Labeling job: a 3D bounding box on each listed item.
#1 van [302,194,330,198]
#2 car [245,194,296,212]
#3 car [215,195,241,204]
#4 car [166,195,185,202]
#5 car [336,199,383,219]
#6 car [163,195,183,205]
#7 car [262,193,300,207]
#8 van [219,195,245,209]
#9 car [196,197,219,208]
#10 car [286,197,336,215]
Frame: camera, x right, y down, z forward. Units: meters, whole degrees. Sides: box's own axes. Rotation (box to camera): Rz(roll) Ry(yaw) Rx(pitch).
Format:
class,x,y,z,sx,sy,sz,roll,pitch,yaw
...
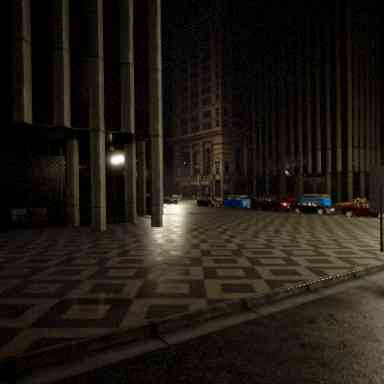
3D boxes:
class,x,y,z,sx,sy,sz,roll,pitch,yaw
van,15.827,1.178,42.837,1.690,1.788,3.998,-1,1,-36
car,8.898,1.290,37.864,2.192,1.841,5.009,-1,1,-36
car,6.047,1.296,56.429,1.752,1.417,4.829,-1,1,-36
car,-3.535,1.256,69.745,2.008,1.369,4.403,-1,1,-36
car,15.358,1.567,28.900,1.887,1.381,4.507,-1,1,-36
car,-4.017,1.438,55.800,2.008,1.369,4.403,-1,1,-36
car,12.599,1.130,47.321,2.192,1.841,5.009,-1,1,-36
van,5.668,1.294,42.348,1.690,1.788,3.998,-1,1,-36
car,2.441,1.371,46.832,1.967,1.590,4.097,-1,1,-36
car,12.129,1.549,33.383,2.008,1.369,4.403,-1,1,-36
